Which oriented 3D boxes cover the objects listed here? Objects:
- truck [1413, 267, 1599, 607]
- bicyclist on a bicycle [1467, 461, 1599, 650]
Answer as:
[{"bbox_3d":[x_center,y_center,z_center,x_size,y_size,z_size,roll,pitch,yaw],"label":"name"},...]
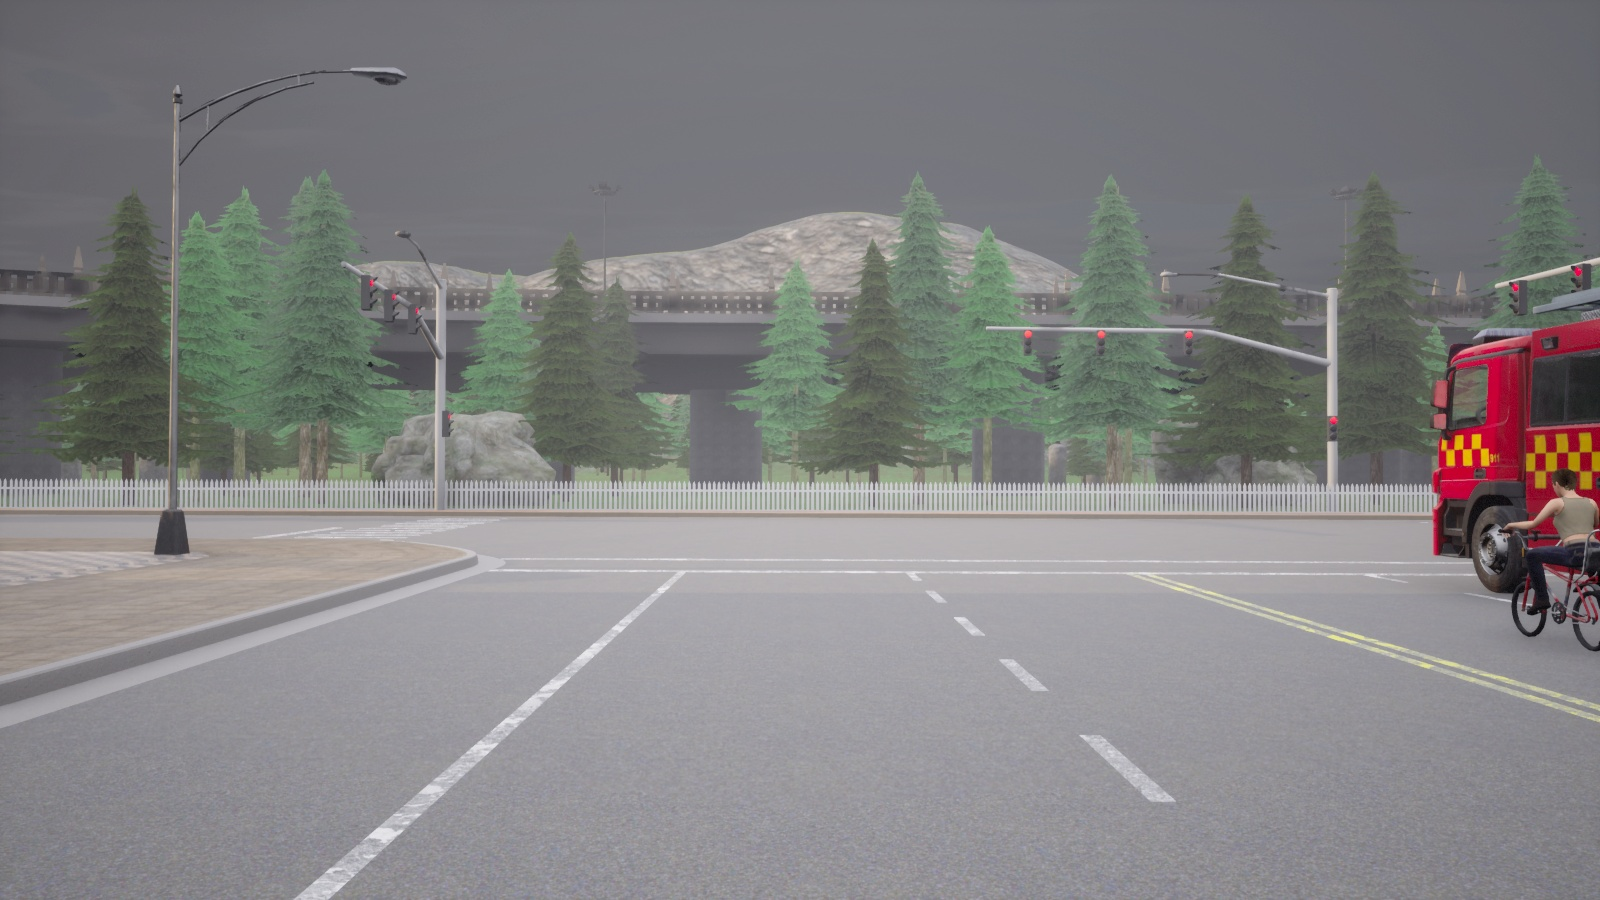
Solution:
[{"bbox_3d":[10.458,-0.154,14.170,2.891,3.827,8.468,0,-1,0],"label":"truck"},{"bbox_3d":[6.975,0.916,11.527,0.866,1.612,1.509,0,-1,0],"label":"bicyclist on a bicycle"}]
